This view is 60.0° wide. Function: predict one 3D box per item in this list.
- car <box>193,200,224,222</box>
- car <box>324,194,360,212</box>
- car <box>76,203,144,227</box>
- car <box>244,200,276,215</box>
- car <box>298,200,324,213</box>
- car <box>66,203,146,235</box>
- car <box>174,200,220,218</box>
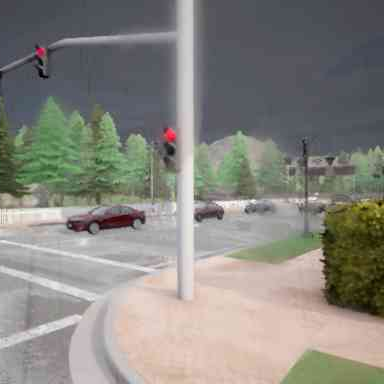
[{"bbox_3d":[0.845,1.557,26.845,1.812,1.442,4.674,0,0,39],"label":"car"},{"bbox_3d":[15.759,1.233,34.082,2.150,2.045,5.566,0,0,38],"label":"car"},{"bbox_3d":[-5.808,1.567,24.086,1.812,1.442,4.674,0,0,38],"label":"car"},{"bbox_3d":[7.265,1.554,34.879,1.812,1.442,4.674,0,0,39],"label":"car"},{"bbox_3d":[13.298,1.583,36.612,1.994,1.385,4.181,0,0,38],"label":"car"},{"bbox_3d":[-4.930,1.512,19.592,1.882,1.535,5.008,0,0,38],"label":"car"},{"bbox_3d":[0.606,1.544,32.175,1.837,1.490,4.892,0,0,38],"label":"car"}]
